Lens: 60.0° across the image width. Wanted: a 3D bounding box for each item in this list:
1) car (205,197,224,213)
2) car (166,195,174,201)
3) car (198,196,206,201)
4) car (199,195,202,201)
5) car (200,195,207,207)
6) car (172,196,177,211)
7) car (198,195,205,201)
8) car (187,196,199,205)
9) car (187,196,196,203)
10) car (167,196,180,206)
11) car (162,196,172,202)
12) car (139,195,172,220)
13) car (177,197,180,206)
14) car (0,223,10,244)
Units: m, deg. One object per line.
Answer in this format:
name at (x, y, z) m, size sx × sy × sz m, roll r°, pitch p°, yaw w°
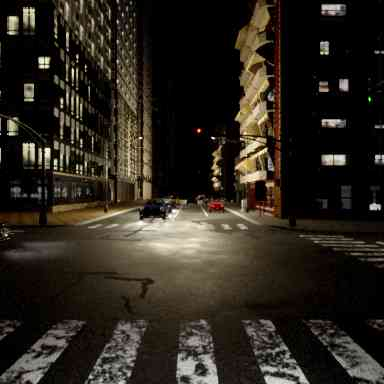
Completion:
car at (2.685, 1.591, 37.264) m, size 1.802 × 1.307 × 4.206 m, roll 0°, pitch 0°, yaw 0°
car at (-5.828, 1.595, 89.708) m, size 1.887 × 1.381 × 4.507 m, roll 0°, pitch 0°, yaw 0°
car at (2.561, 1.626, 84.073) m, size 1.802 × 1.307 × 4.206 m, roll 0°, pitch 0°, yaw 0°
car at (2.606, 1.571, 55.830) m, size 2.008 × 1.369 × 4.403 m, roll 0°, pitch 0°, yaw 0°
car at (2.614, 1.567, 50.181) m, size 2.008 × 1.369 × 4.403 m, roll 0°, pitch 0°, yaw 0°
car at (-3.152, 1.500, 37.221) m, size 2.128 × 1.511 × 4.902 m, roll 0°, pitch 0°, yaw 0°
car at (2.552, 1.491, 89.721) m, size 1.967 × 1.590 × 4.097 m, roll 0°, pitch 0°, yaw 0°
car at (0.010, 1.587, 60.229) m, size 1.994 × 1.385 × 4.181 m, roll 0°, pitch 0°, yaw 0°
car at (-0.106, 1.583, 70.271) m, size 1.994 × 1.385 × 4.181 m, roll 0°, pitch 0°, yaw 0°
car at (-3.088, 1.498, 56.751) m, size 1.882 × 1.535 × 5.008 m, roll 0°, pitch 0°, yaw 0°
car at (-5.810, 1.589, 78.411) m, size 2.008 × 1.369 × 4.403 m, roll 0°, pitch 0°, yaw 0°
car at (-3.138, 1.357, 28.173) m, size 2.097 × 1.767 × 4.553 m, roll 0°, pitch 0°, yaw 0°
car at (-3.146, 1.615, 46.478) m, size 1.895 × 1.301 × 4.718 m, roll 0°, pitch 0°, yaw 0°
car at (-9.437, 1.357, 12.264) m, size 4.892 × 1.490 × 1.837 m, roll 1°, pitch 0°, yaw -10°
